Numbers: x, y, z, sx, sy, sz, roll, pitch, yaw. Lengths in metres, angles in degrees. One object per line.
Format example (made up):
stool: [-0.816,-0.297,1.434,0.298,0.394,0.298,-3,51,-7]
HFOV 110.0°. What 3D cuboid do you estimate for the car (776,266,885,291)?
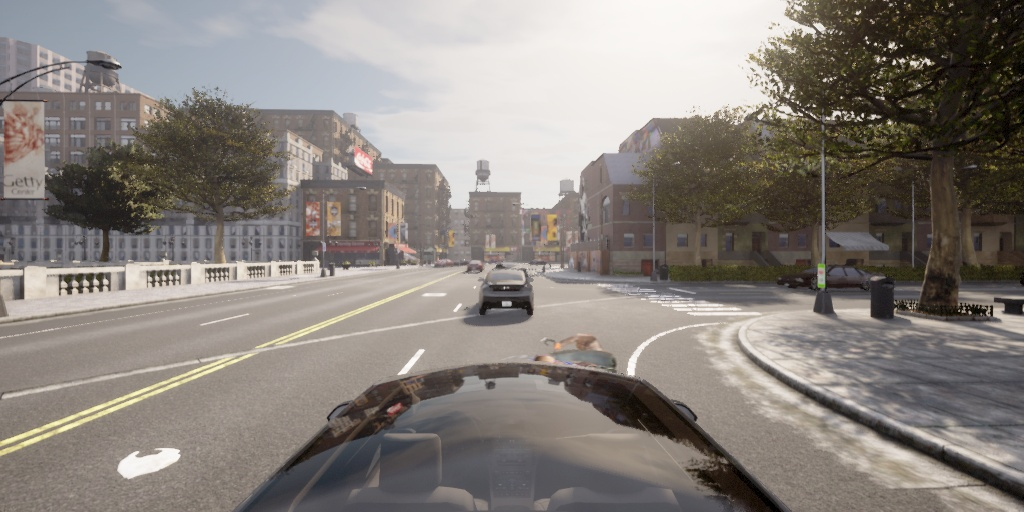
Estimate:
car: [18.693,1.281,21.010,5.357,1.411,2.033,0,0,-2]

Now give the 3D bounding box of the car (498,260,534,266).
car: [-0.340,1.247,27.208,1.837,1.490,4.892,-3,1,-19]

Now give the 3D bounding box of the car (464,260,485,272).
car: [-4.444,1.263,44.709,1.812,1.442,4.674,0,0,2]

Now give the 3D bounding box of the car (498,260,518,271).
car: [-0.460,1.280,50.885,2.033,1.411,5.357,0,0,9]

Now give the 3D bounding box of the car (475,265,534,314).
car: [-0.234,1.250,13.649,1.837,1.490,4.892,0,0,-2]

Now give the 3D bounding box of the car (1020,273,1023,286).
car: [33.737,1.203,21.481,5.008,1.535,1.882,0,0,-2]

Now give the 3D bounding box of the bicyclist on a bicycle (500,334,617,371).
bicyclist on a bicycle: [0.758,1.396,4.614,1.656,0.582,1.620,7,12,36]
